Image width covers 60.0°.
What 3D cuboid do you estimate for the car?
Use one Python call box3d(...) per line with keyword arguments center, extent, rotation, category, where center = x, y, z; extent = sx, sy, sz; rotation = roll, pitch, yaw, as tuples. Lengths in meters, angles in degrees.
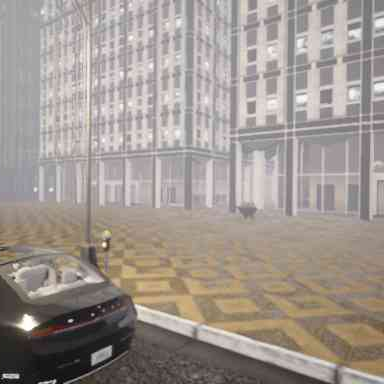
box3d(center=(-2.736, 1.474, 4.827), extent=(4.403, 1.369, 2.008), rotation=(1, 0, 35), category="car")
